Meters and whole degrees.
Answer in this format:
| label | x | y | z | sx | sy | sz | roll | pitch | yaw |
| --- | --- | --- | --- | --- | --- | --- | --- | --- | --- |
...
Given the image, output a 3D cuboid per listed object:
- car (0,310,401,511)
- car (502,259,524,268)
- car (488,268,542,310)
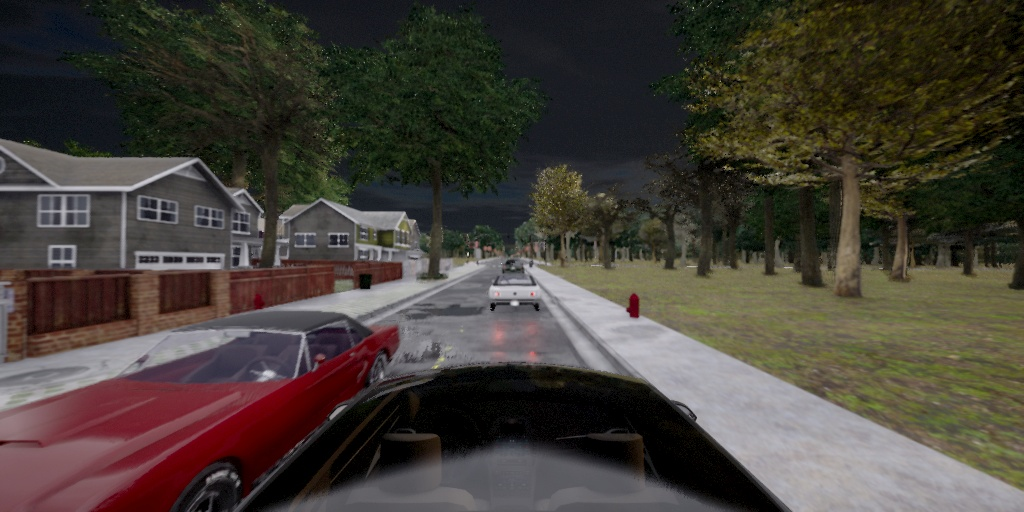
| label | x | y | z | sx | sy | sz | roll | pitch | yaw |
| --- | --- | --- | --- | --- | --- | --- | --- | --- | --- |
| car | -2.815 | 1.352 | 3.809 | 1.895 | 1.301 | 4.718 | 0 | 0 | 0 |
| car | 0.112 | 1.116 | 34.740 | 2.097 | 1.767 | 4.553 | 0 | 0 | 0 |
| car | 0.103 | 1.361 | 14.703 | 1.895 | 1.301 | 4.718 | 0 | 0 | 0 |
